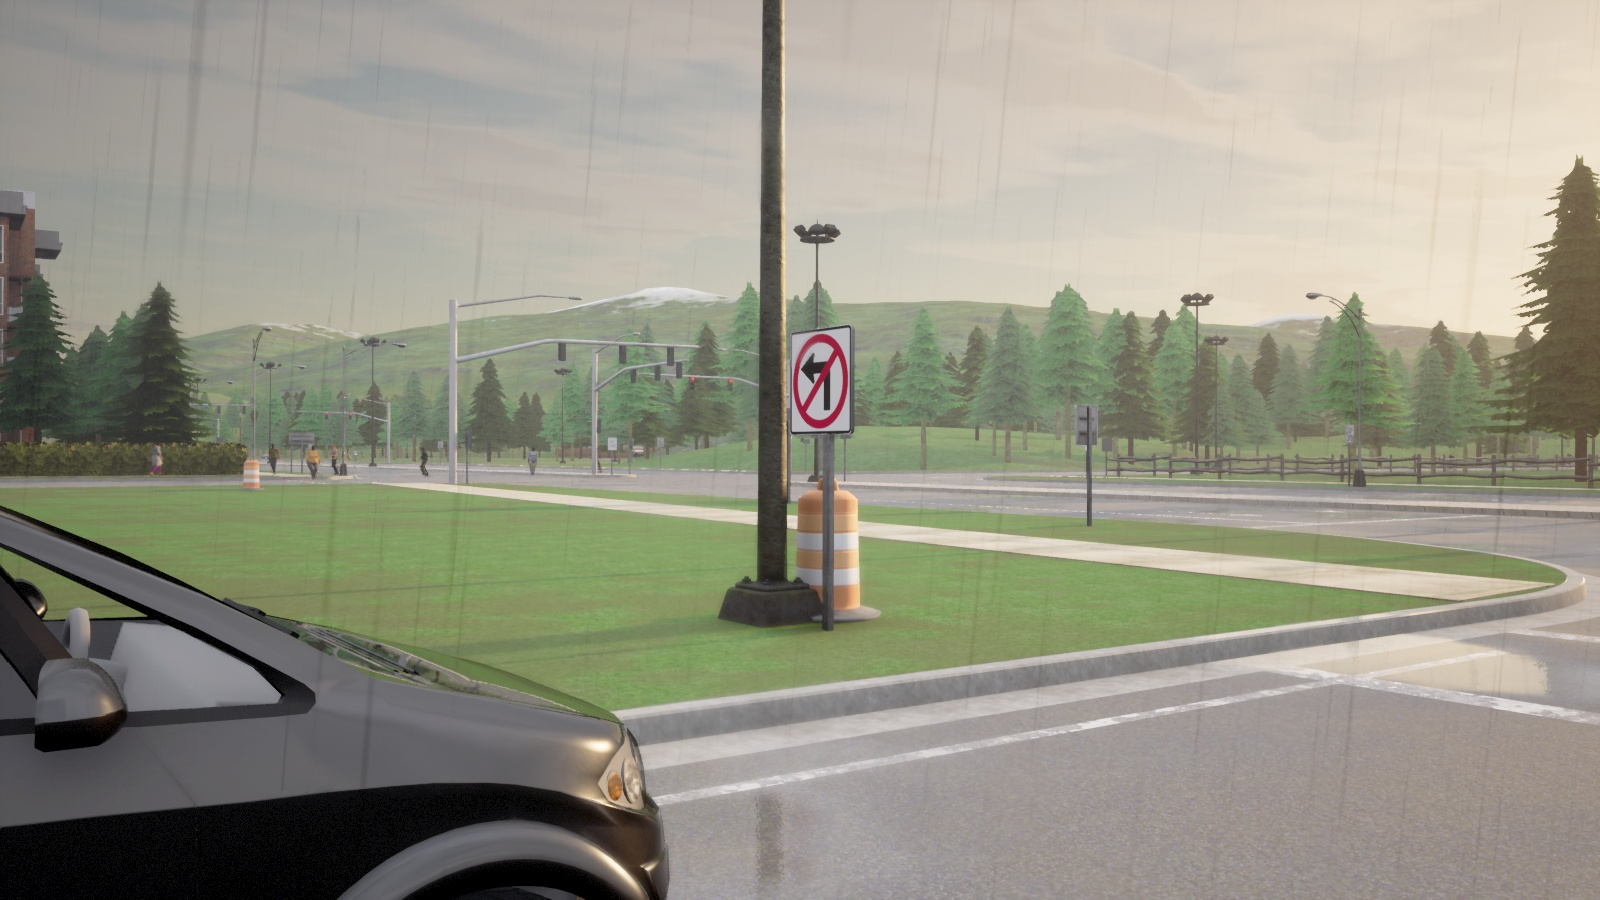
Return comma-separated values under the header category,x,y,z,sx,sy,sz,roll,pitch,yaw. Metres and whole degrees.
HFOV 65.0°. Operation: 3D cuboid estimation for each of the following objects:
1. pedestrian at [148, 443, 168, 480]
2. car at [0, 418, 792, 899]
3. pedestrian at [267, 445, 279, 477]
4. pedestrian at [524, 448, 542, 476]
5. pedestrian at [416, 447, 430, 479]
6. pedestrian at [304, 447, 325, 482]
category,x,y,z,sx,sy,sz,roll,pitch,yaw
pedestrian,-34.667,0.613,67.784,0.873,1.952,0.659,0,0,-35
car,-2.048,0.733,2.232,3.705,1.549,1.789,0,0,-35
pedestrian,-30.118,0.619,71.811,0.370,1.835,0.726,0,0,2
pedestrian,-17.424,0.778,81.857,0.874,1.855,0.900,0,0,-35
pedestrian,-22.782,0.768,75.884,0.692,1.930,0.395,0,0,-38
pedestrian,-25.314,0.751,65.436,0.874,1.855,0.900,0,0,-33
